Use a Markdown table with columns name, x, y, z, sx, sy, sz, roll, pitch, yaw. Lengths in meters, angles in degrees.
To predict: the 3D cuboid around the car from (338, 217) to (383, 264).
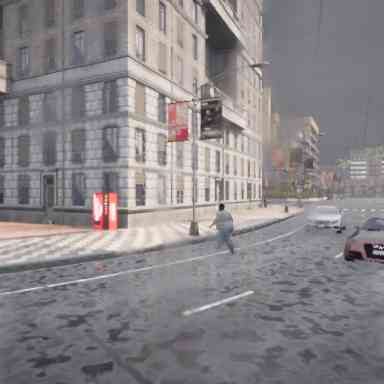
| name | x | y | z | sx | sy | sz | roll | pitch | yaw |
| --- | --- | --- | --- | --- | --- | --- | --- | --- | --- |
| car | 6.555 | 1.563 | 11.141 | 1.994 | 1.385 | 4.181 | 0 | 0 | 37 |

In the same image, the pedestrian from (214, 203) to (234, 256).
| name | x | y | z | sx | sy | sz | roll | pitch | yaw |
| --- | --- | --- | --- | --- | --- | --- | --- | --- | --- |
| pedestrian | 1.161 | 1.294 | 11.952 | 0.375 | 1.860 | 0.375 | 0 | 0 | 42 |

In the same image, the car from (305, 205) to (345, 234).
| name | x | y | z | sx | sy | sz | roll | pitch | yaw |
| --- | --- | --- | --- | --- | --- | --- | --- | --- | --- |
| car | 7.929 | 1.524 | 19.572 | 1.812 | 1.442 | 4.674 | 0 | 0 | 29 |
